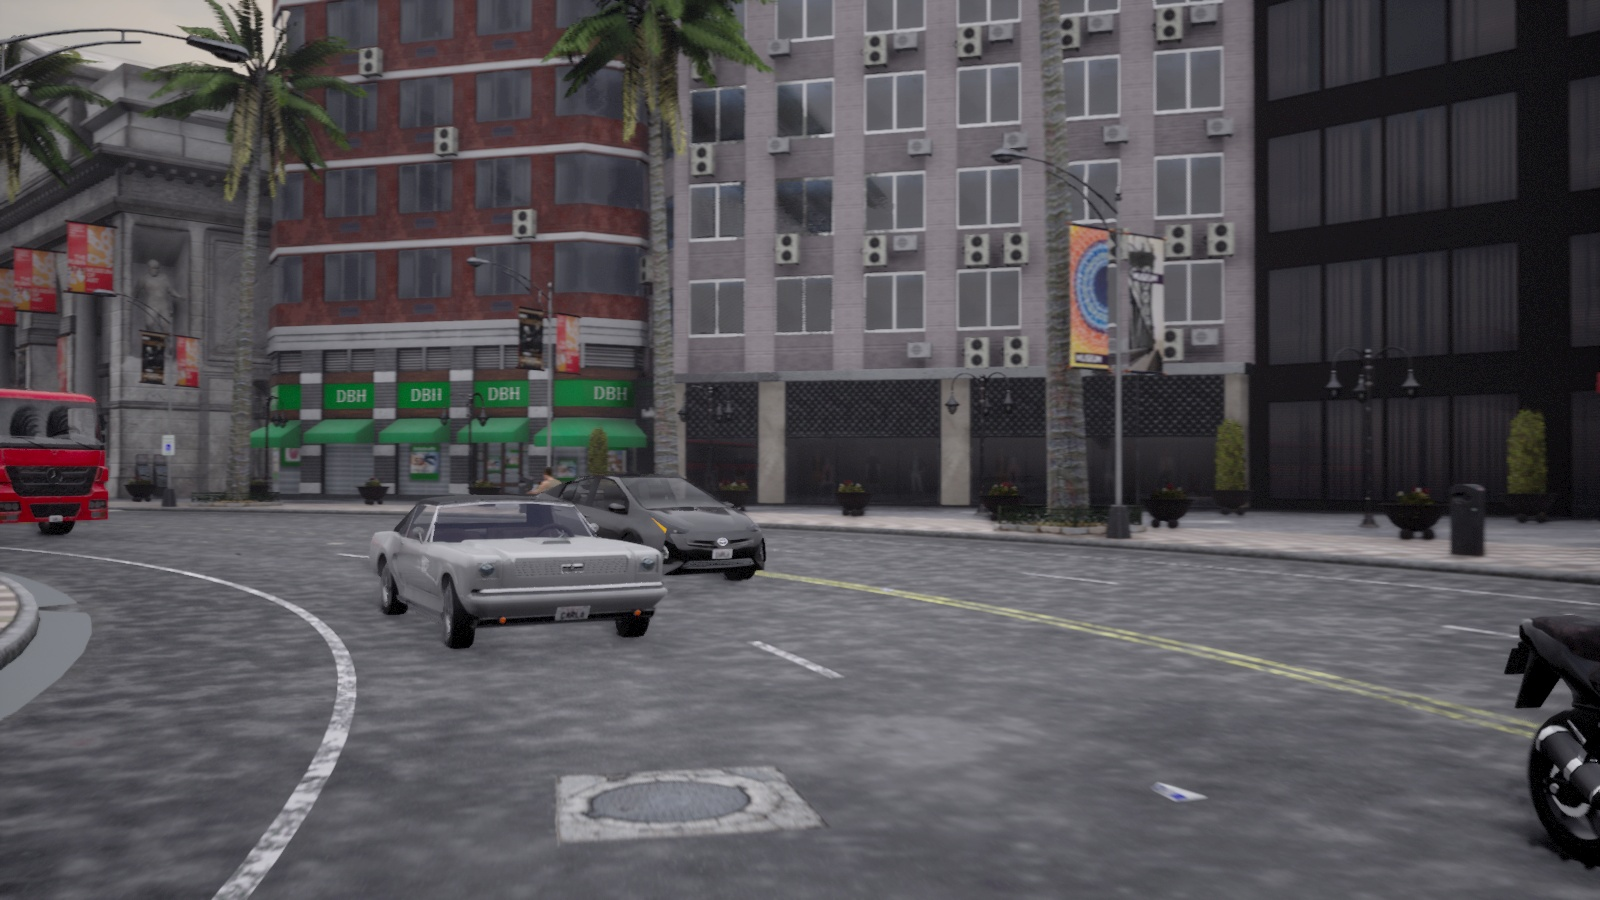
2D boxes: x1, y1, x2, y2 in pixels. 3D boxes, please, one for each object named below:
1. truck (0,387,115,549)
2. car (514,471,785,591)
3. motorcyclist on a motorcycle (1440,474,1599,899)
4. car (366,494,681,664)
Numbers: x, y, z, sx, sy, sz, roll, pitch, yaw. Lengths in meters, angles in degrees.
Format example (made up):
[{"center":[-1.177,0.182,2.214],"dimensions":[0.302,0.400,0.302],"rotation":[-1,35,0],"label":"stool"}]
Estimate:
[{"center":[-20.198,0.438,29.591],"dimensions":[7.936,3.462,2.891],"rotation":[-1,-1,24],"label":"truck"},{"center":[-2.355,1.085,18.528],"dimensions":[2.007,1.525,4.514],"rotation":[0,-1,-36],"label":"car"},{"center":[3.242,0.851,4.292],"dimensions":[0.797,1.523,2.044],"rotation":[-1,-1,-9],"label":"motorcyclist on a motorcycle"},{"center":[-3.026,1.146,12.795],"dimensions":[1.895,1.301,4.718],"rotation":[0,-1,-29],"label":"car"}]
